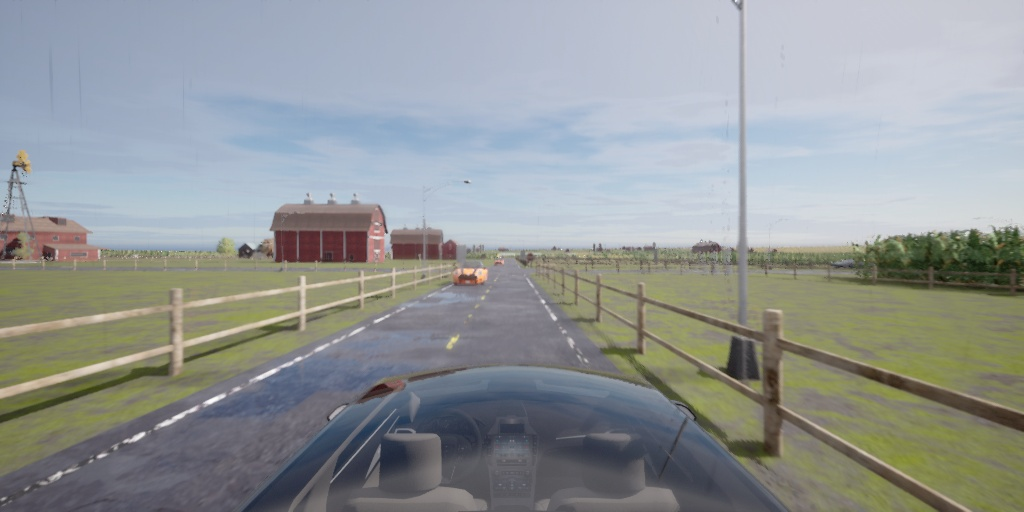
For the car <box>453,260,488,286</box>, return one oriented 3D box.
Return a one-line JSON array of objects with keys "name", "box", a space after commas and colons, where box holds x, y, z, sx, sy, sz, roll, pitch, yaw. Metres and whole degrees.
[{"name": "car", "box": [-2.845, 1.112, 25.417, 2.097, 1.767, 4.553, 0, 0, 0]}]
